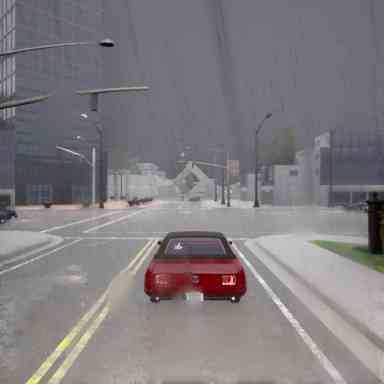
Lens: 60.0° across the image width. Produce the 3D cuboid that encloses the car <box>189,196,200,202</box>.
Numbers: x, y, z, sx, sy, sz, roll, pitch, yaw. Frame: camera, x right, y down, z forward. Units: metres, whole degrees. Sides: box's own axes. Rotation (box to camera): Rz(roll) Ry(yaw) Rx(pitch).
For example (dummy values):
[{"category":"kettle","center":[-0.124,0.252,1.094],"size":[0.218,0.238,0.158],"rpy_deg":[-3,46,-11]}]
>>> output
[{"category":"car","center":[0.678,1.540,77.376],"size":[2.033,1.411,5.357],"rpy_deg":[0,0,12]}]

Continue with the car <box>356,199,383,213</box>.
[{"category":"car","center":[19.883,1.480,34.078],"size":[4.674,1.442,1.812],"rpy_deg":[0,0,0]}]

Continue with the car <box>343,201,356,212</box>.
[{"category":"car","center":[19.380,1.520,37.573],"size":[4.181,1.385,1.994],"rpy_deg":[0,0,-1]}]

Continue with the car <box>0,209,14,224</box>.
[{"category":"car","center":[-15.353,1.447,23.093],"size":[4.553,1.767,2.097],"rpy_deg":[-1,0,0]}]

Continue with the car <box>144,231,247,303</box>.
[{"category":"car","center":[0.072,1.601,8.177],"size":[1.895,1.301,4.718],"rpy_deg":[0,0,0]}]

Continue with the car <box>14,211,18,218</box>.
[{"category":"car","center":[-16.974,1.661,26.583],"size":[5.357,1.411,2.033],"rpy_deg":[-1,0,0]}]
